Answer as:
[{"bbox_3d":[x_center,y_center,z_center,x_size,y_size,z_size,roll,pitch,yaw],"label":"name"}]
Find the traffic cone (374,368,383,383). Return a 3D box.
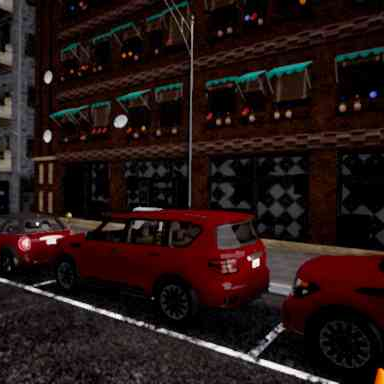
[{"bbox_3d":[1.764,1.953,3.115,0.340,0.580,0.340,1,0,35],"label":"traffic cone"}]

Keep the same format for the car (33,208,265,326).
[{"bbox_3d":[-0.874,1.278,7.034,5.009,1.841,2.192,1,1,35],"label":"car"}]

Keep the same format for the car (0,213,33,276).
[{"bbox_3d":[-5.438,1.360,10.192,4.097,1.590,1.967,1,1,35],"label":"car"}]

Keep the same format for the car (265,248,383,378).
[{"bbox_3d":[3.690,1.322,3.877,5.009,1.841,2.192,1,1,35],"label":"car"}]
